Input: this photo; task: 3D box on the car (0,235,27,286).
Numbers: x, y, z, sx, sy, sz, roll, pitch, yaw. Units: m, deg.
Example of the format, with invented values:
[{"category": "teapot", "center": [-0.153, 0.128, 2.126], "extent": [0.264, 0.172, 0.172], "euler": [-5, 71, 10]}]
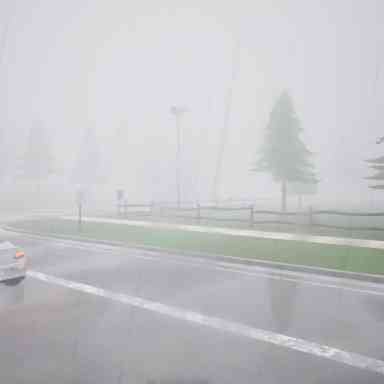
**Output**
[{"category": "car", "center": [-5.847, 1.526, 8.114], "extent": [4.674, 1.442, 1.812], "euler": [0, 0, 36]}]
